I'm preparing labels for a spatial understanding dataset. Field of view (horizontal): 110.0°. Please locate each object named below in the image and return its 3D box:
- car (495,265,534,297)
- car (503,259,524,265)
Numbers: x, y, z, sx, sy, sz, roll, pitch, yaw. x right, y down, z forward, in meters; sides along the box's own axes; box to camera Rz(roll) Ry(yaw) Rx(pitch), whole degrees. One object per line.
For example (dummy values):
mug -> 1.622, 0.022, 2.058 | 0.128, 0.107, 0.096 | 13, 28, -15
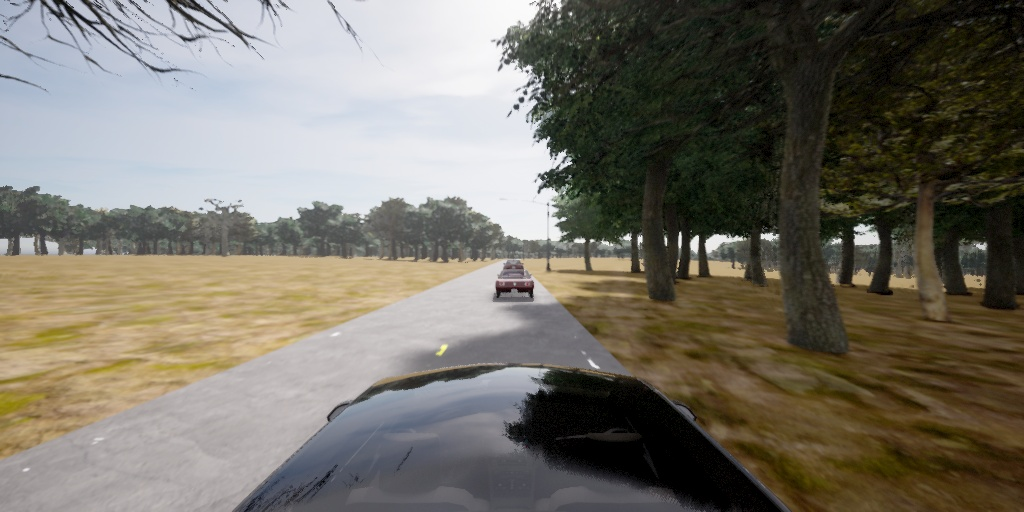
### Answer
car -> 0.129, 1.353, 19.026 | 1.895, 1.301, 4.718 | 0, 0, 0
car -> 0.161, 1.115, 36.800 | 2.097, 1.767, 4.553 | 0, 0, 0
